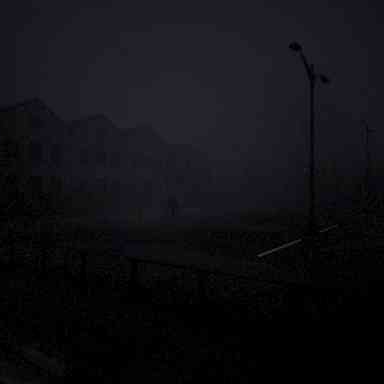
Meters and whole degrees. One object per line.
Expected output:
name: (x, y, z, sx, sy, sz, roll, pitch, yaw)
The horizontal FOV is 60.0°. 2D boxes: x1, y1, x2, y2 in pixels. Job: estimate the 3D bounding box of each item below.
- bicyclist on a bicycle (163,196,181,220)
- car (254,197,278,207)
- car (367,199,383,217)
bicyclist on a bicycle: (-1.393, 1.109, 23.058, 1.656, 1.620, 0.582, 0, 0, 35)
car: (10.442, 1.356, 46.685, 2.033, 1.411, 5.357, 0, 0, 32)
car: (15.429, 1.298, 26.810, 2.007, 1.523, 4.514, 0, 0, 35)
